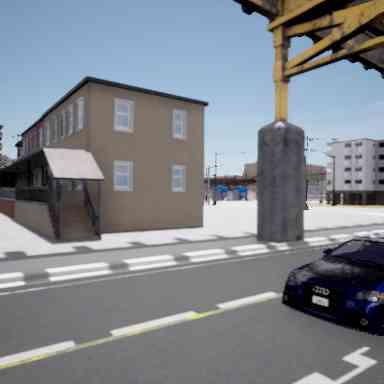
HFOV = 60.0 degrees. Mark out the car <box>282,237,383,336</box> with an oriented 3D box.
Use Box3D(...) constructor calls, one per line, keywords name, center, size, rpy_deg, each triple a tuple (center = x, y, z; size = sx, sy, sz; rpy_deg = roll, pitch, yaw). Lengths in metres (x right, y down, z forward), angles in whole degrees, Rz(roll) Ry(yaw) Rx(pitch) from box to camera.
Box3D(name="car", center=(3.751, 1.652, 6.707), size=(4.181, 1.385, 1.994), rpy_deg=(1, 0, -36))
